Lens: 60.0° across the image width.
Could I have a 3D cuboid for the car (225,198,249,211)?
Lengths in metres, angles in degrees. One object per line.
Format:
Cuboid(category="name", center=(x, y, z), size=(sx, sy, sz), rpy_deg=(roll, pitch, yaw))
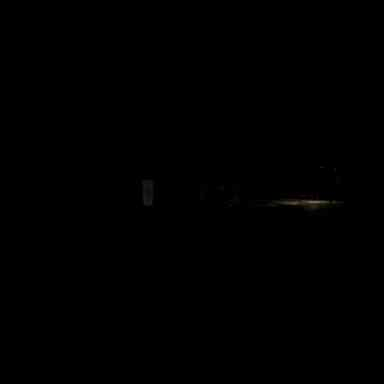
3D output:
Cuboid(category="car", center=(5.487, 1.452, 40.414), size=(1.812, 1.442, 4.674), rpy_deg=(1, 0, 27))
